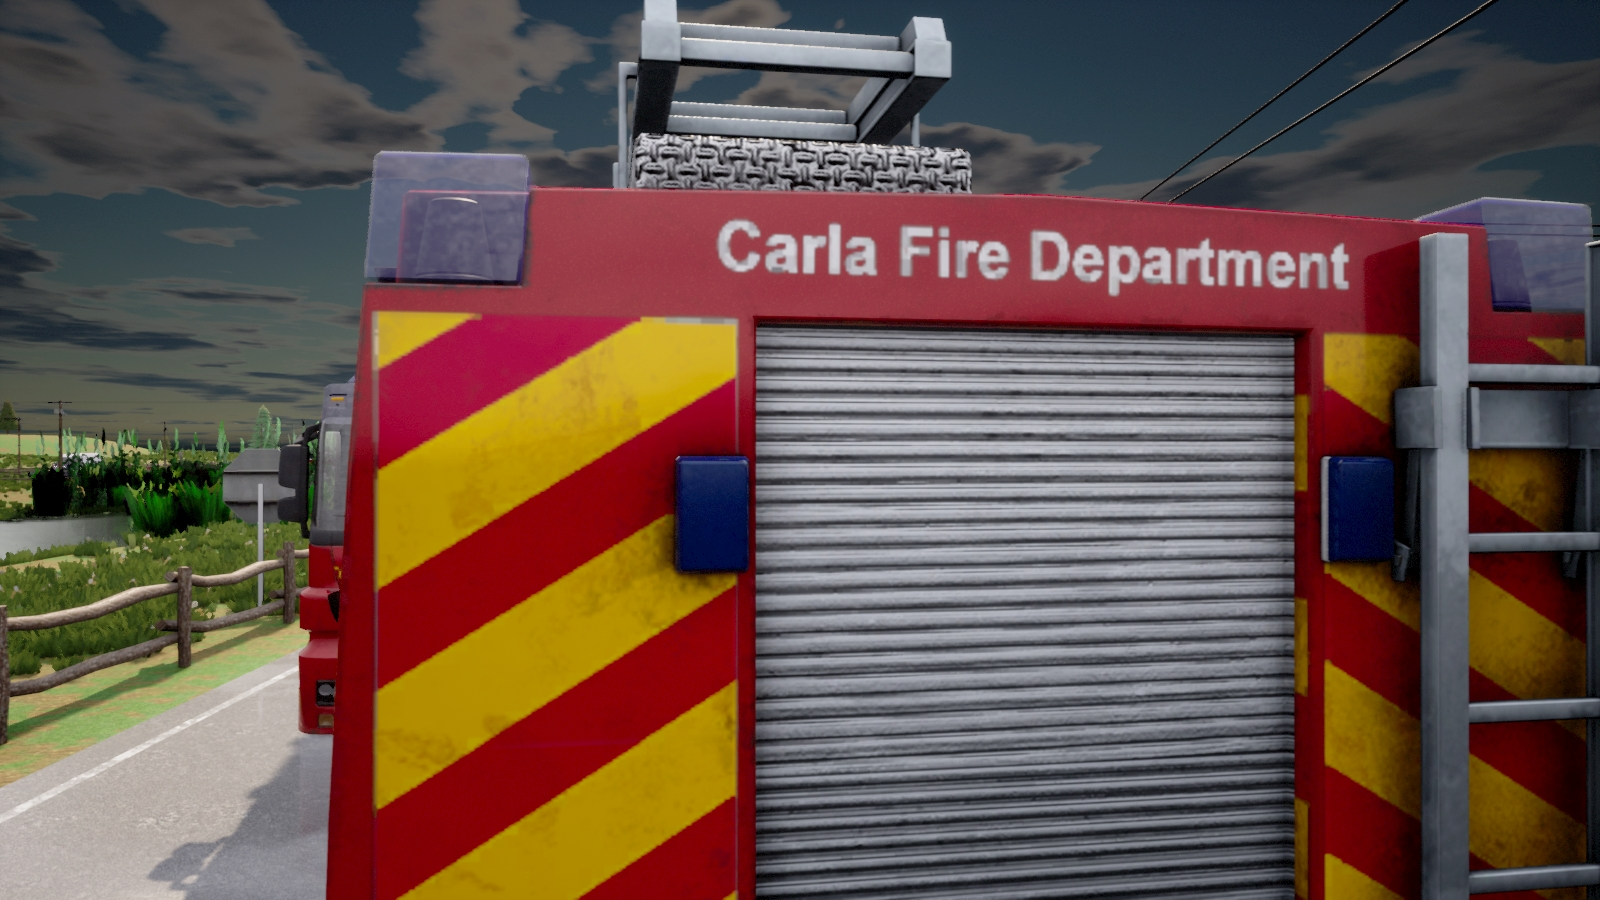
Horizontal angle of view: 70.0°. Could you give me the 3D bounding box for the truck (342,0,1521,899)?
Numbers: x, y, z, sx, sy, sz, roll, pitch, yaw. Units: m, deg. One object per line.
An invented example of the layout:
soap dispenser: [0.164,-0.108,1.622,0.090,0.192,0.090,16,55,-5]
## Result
truck: [-0.300,0.864,6.872,2.891,3.827,8.468,0,0,-10]

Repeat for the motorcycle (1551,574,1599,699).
motorcycle: [9.873,2.142,13.265,1.805,1.316,0.856,0,0,-6]

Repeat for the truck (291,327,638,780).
truck: [-3.826,0.862,14.107,2.891,3.827,8.468,0,0,-13]
